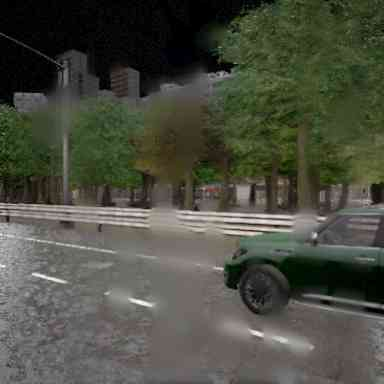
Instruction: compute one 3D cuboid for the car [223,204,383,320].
[{"bbox_3d":[3.290,1.223,5.820,5.566,2.045,2.150,0,0,35],"label":"car"}]
